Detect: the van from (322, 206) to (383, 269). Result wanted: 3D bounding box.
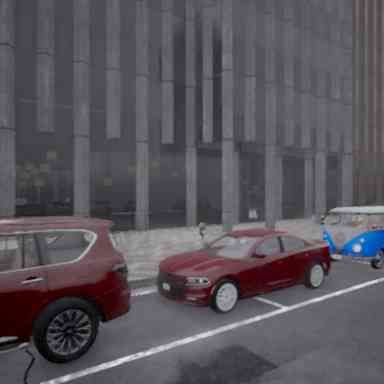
[{"bbox_3d":[5.935,1.359,10.886,3.998,1.788,1.690,0,0,-36],"label":"van"}]

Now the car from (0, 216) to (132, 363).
[{"bbox_3d":[-3.244,1.315,4.339,5.009,1.841,2.192,0,0,-36],"label":"car"}]

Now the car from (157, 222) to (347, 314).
[{"bbox_3d":[1.346,1.554,7.612,4.507,1.381,1.887,0,0,-36],"label":"car"}]
